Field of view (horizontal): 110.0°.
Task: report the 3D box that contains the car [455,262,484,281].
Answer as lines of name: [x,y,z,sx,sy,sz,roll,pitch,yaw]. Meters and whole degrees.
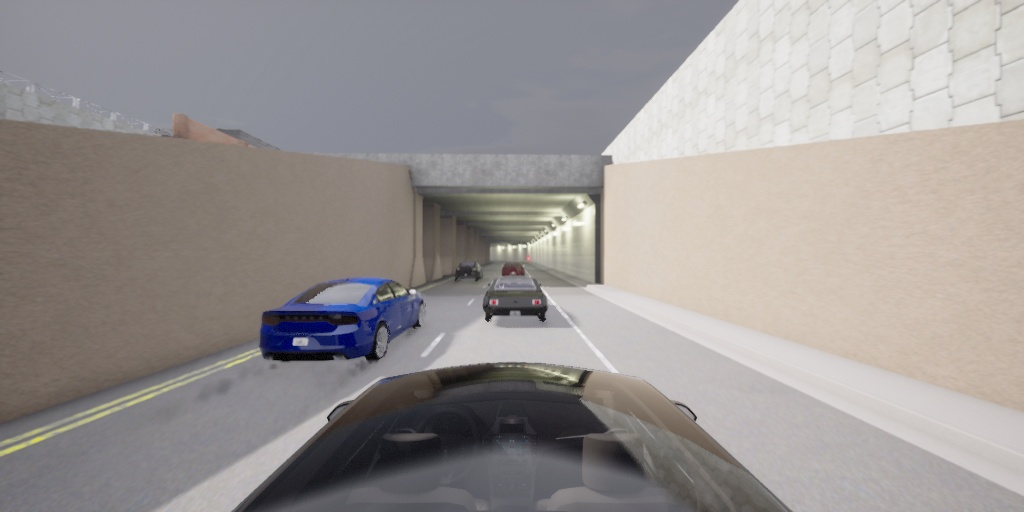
car: [-3.401,1.196,28.945,2.128,1.511,4.902,0,0,0]

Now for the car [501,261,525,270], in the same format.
car: [0.100,1.179,30.501,1.882,1.535,5.008,0,0,0]

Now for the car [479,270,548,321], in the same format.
car: [0.098,1.333,12.348,1.895,1.301,4.718,0,0,0]

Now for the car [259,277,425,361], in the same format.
car: [-3.410,1.217,8.265,1.882,1.535,5.008,0,0,0]
